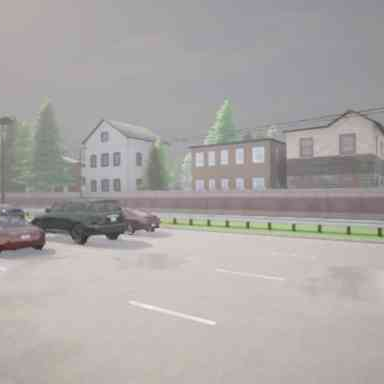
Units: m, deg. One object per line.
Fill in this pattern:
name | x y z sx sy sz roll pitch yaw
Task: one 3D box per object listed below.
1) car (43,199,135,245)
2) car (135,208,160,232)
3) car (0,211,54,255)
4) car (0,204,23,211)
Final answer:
car | -5.732 1.351 16.554 5.566 2.045 2.150 -1 0 36
car | -3.983 1.664 19.610 4.674 1.442 1.812 0 0 36
car | -7.974 1.701 13.858 4.181 1.385 1.994 -1 0 36
car | -16.136 1.788 28.274 4.892 1.490 1.837 0 0 36
